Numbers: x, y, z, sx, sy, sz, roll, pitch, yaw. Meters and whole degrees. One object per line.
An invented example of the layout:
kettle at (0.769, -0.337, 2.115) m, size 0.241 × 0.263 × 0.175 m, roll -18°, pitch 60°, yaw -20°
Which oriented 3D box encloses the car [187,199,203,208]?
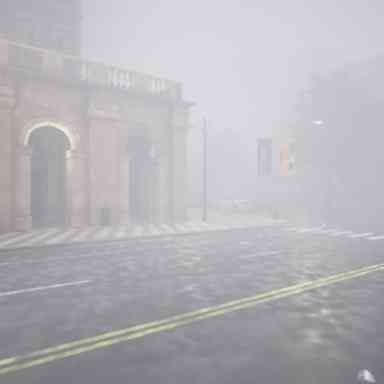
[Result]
car at (-1.128, 1.692, 49.621) m, size 2.033 × 1.411 × 5.357 m, roll 0°, pitch 0°, yaw -36°

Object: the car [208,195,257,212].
car at (4.917, 1.364, 41.164) m, size 2.150 × 2.045 × 5.566 m, roll 0°, pitch 0°, yaw -36°

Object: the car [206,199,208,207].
car at (2.486, 1.709, 50.584) m, size 2.033 × 1.411 × 5.357 m, roll 0°, pitch 0°, yaw -36°

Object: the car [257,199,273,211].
car at (8.153, 1.664, 42.660) m, size 1.837 × 1.490 × 4.892 m, roll 0°, pitch 0°, yaw -36°
